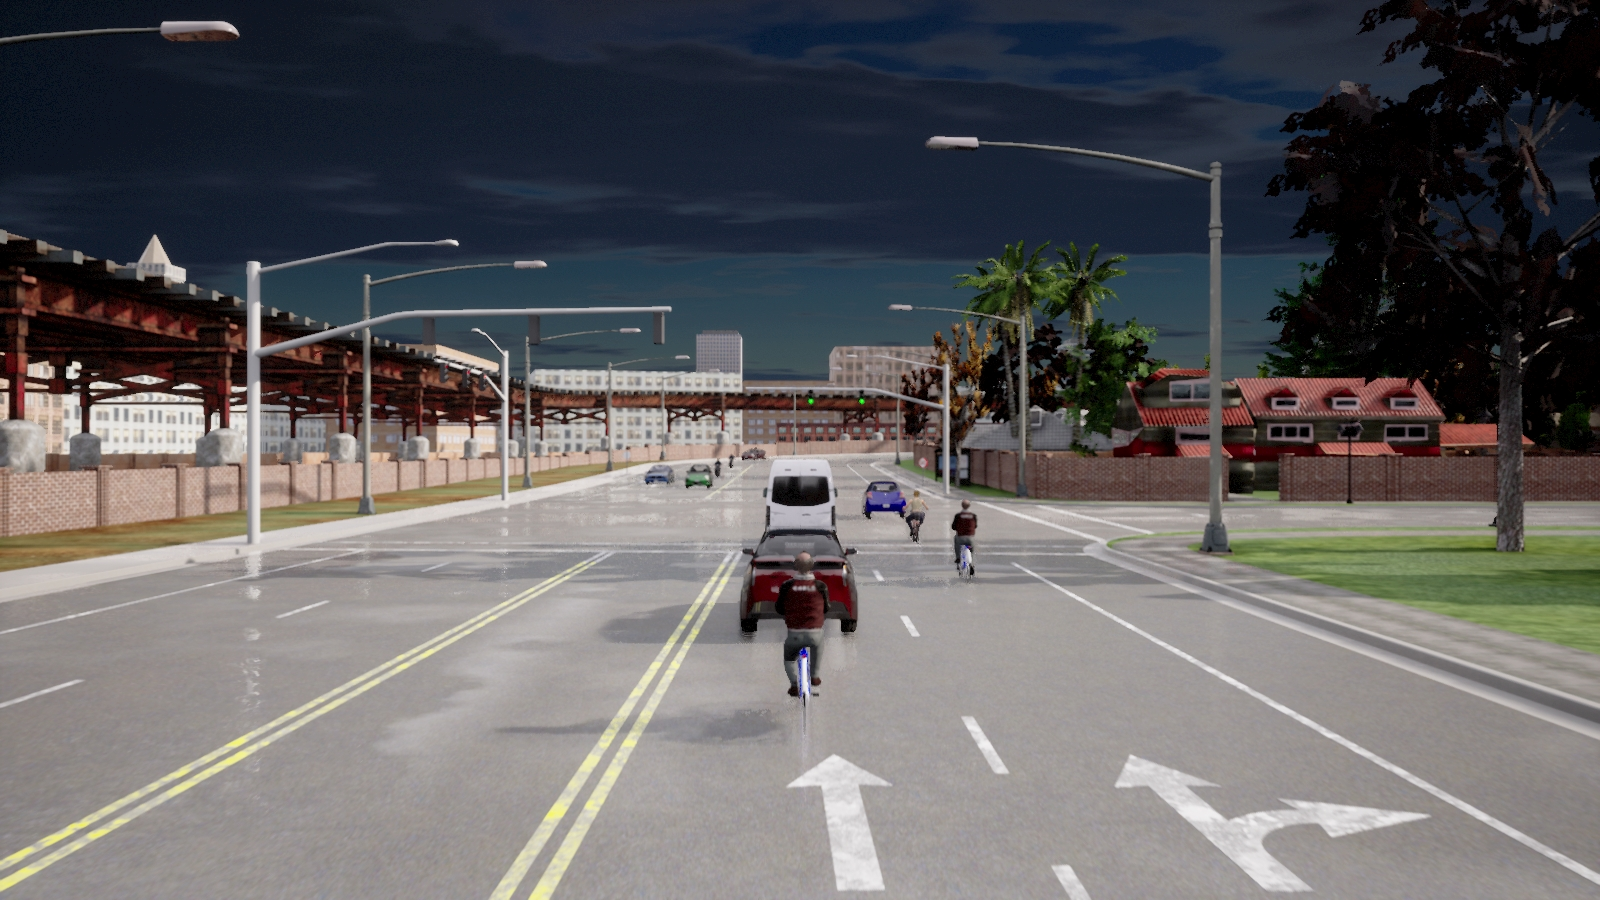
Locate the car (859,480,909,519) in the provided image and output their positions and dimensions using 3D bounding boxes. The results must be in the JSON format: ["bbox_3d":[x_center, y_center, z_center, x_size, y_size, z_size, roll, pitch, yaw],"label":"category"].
[{"bbox_3d":[3.498,2.046,48.314,1.845,1.501,3.633,0,0,0],"label":"car"}]

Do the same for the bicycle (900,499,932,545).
[{"bbox_3d":[3.506,2.163,34.620,0.859,1.301,1.487,0,0,1],"label":"bicycle"}]

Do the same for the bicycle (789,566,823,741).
[{"bbox_3d":[0.055,2.055,11.911,0.329,1.496,1.835,0,0,0],"label":"bicycle"}]

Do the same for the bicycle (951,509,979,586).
[{"bbox_3d":[3.518,2.061,24.449,0.329,1.496,1.835,0,0,0],"label":"bicycle"}]

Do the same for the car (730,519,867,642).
[{"bbox_3d":[-0.013,2.050,18.975,2.007,1.525,4.514,0,0,0],"label":"car"}]

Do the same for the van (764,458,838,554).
[{"bbox_3d":[0.022,1.552,33.966,1.988,2.561,5.915,0,0,0],"label":"van"}]
